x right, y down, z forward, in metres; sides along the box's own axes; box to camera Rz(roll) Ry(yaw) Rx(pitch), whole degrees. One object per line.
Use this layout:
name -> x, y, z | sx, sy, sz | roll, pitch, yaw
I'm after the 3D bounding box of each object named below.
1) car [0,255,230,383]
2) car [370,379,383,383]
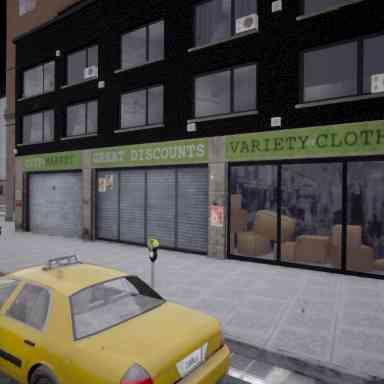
car -> -1.875, 1.524, 4.428 | 4.829, 1.417, 1.752 | 0, 1, 36
car -> 2.810, 1.551, 1.085 | 4.403, 1.369, 2.008 | 0, 1, 36
